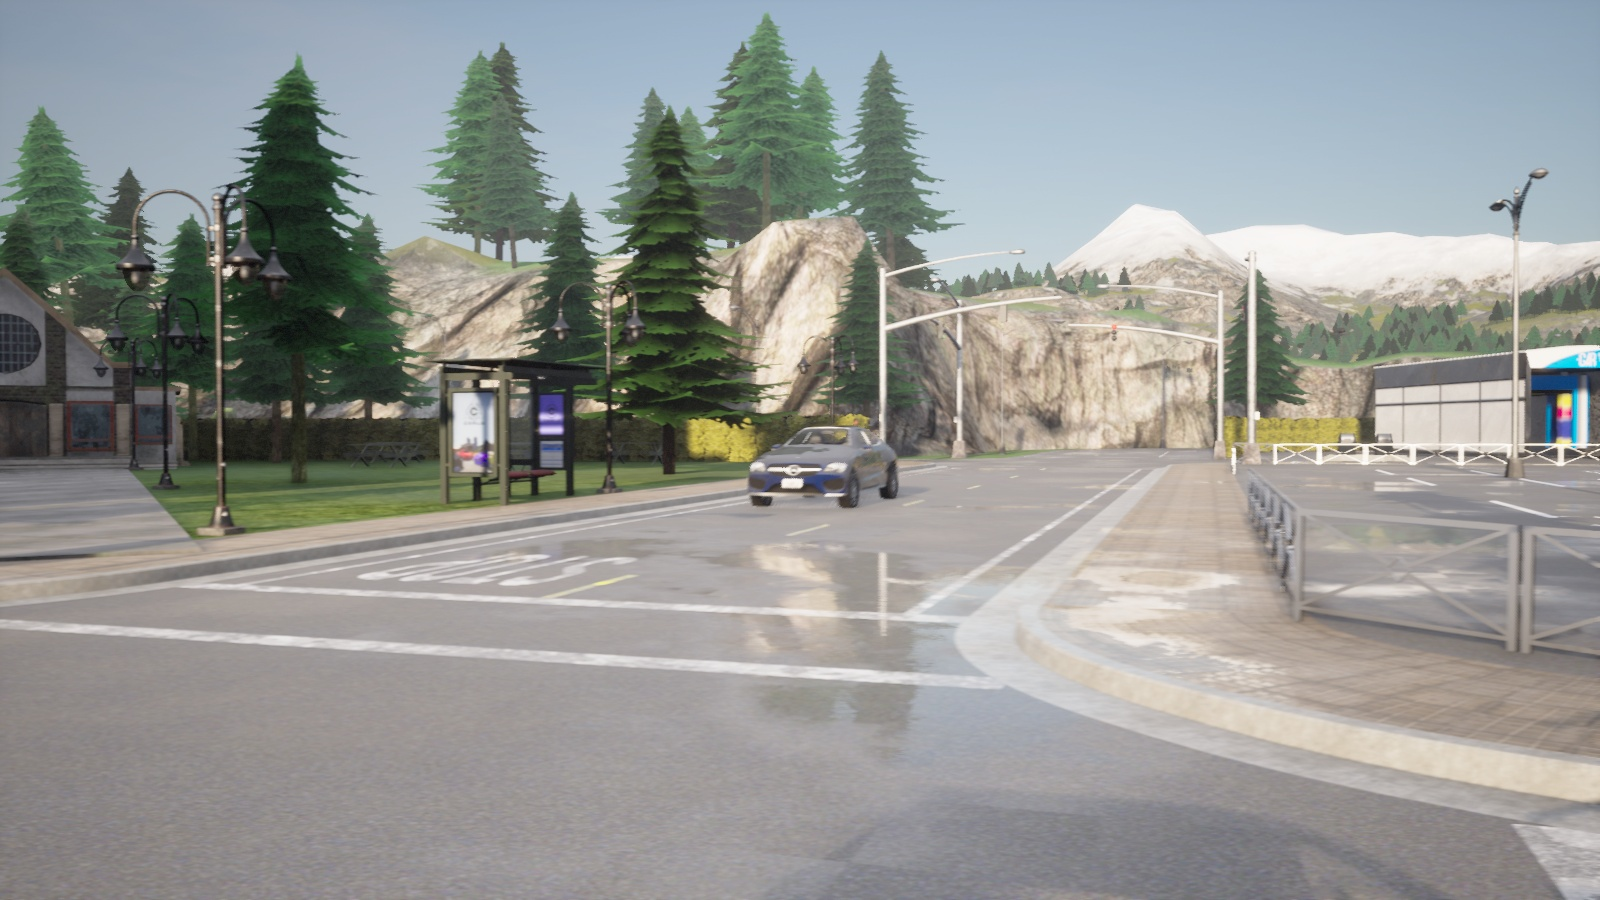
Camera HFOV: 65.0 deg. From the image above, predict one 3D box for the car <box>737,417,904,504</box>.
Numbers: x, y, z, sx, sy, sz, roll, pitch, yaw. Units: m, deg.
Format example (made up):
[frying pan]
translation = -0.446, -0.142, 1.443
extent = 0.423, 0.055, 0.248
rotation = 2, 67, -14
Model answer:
[car]
translation = 0.574, 0.154, 26.636
extent = 2.152, 1.651, 5.027
rotation = 1, 1, 18
